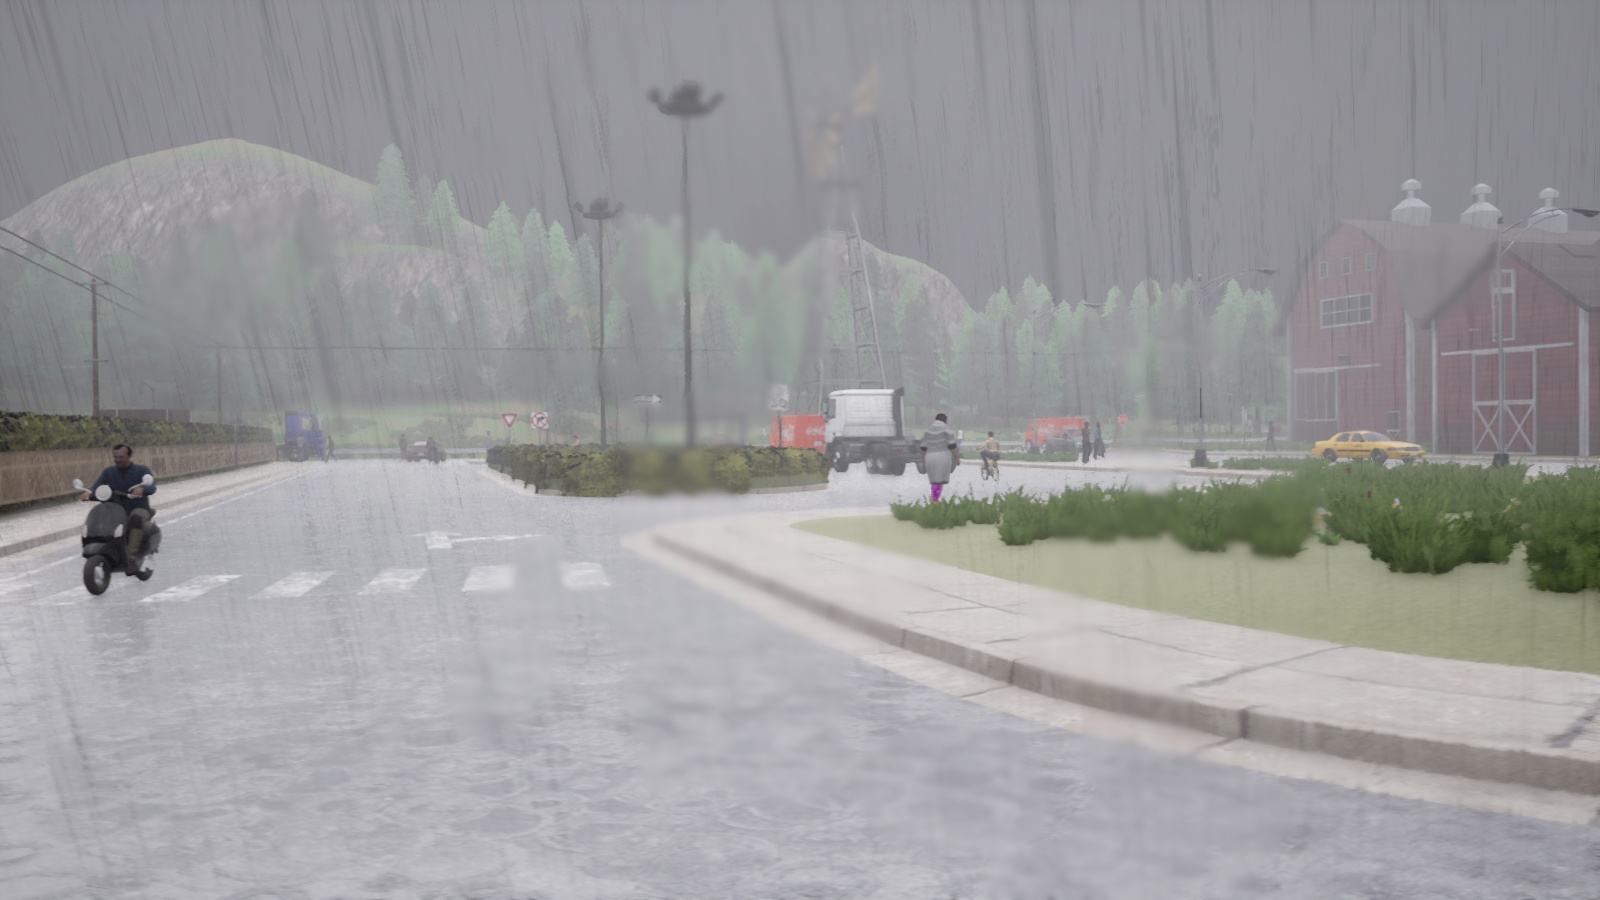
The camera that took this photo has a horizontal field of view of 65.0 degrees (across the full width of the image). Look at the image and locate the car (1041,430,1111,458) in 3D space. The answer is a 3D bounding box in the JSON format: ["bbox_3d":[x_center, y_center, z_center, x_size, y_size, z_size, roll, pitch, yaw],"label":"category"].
[{"bbox_3d":[17.343,-0.408,79.085,2.242,1.667,4.611,0,1,-18],"label":"car"}]

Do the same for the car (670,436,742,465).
[{"bbox_3d":[-5.108,-0.004,67.863,3.633,1.501,1.845,0,1,41],"label":"car"}]

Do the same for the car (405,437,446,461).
[{"bbox_3d":[-23.786,-0.088,79.947,1.812,1.442,4.674,0,1,-8],"label":"car"}]

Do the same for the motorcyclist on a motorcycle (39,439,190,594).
[{"bbox_3d":[-7.541,0.678,13.922,0.866,1.590,1.817,0,1,-8],"label":"motorcyclist on a motorcycle"}]

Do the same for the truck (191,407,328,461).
[{"bbox_3d":[-35.350,-1.085,82.435,7.936,3.462,2.891,-1,1,-17],"label":"truck"}]

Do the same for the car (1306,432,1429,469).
[{"bbox_3d":[25.023,-0.022,55.623,1.801,1.575,5.366,0,1,-18],"label":"car"}]

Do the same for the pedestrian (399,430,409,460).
[{"bbox_3d":[-25.951,-0.345,82.330,0.396,1.930,0.692,0,1,1],"label":"pedestrian"}]

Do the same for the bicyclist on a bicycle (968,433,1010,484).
[{"bbox_3d":[6.075,0.251,40.430,0.866,1.612,1.509,-1,1,-12],"label":"bicyclist on a bicycle"}]

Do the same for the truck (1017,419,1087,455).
[{"bbox_3d":[17.810,-0.886,88.905,2.627,2.467,5.204,0,0,-18],"label":"truck"}]

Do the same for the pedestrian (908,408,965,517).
[{"bbox_3d":[2.517,0.219,23.121,0.659,1.952,0.873,1,1,43],"label":"pedestrian"}]

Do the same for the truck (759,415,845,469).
[{"bbox_3d":[0.046,-0.417,60.044,2.627,2.467,5.204,0,1,-18],"label":"truck"}]

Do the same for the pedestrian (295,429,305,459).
[{"bbox_3d":[-30.566,-0.391,76.791,0.354,1.836,0.706,0,1,-4],"label":"pedestrian"}]

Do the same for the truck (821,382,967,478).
[{"bbox_3d":[3.490,-0.778,49.318,2.891,3.462,7.936,0,1,-18],"label":"truck"}]

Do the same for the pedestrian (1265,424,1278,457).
[{"bbox_3d":[27.782,-0.566,74.007,0.402,1.930,0.666,0,1,-19],"label":"pedestrian"}]

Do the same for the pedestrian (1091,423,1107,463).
[{"bbox_3d":[14.432,-0.335,60.650,0.396,1.930,0.692,-1,1,-29],"label":"pedestrian"}]

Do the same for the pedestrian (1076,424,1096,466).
[{"bbox_3d":[12.358,-0.233,54.288,0.328,1.805,0.869,-1,1,-32],"label":"pedestrian"}]
